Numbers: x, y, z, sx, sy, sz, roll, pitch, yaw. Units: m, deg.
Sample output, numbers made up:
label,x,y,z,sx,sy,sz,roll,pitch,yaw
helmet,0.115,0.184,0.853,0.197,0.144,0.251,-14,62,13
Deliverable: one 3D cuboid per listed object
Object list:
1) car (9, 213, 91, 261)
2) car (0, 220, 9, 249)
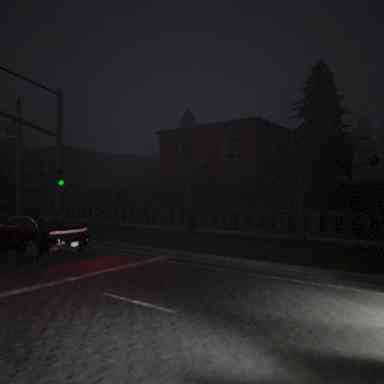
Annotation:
label,x,y,z,sx,sy,sz,roll,pitch,yaw
car,-5.877,1.531,12.480,4.902,1.511,2.128,0,0,35
car,-7.831,1.260,9.574,5.566,2.045,2.150,0,0,36
